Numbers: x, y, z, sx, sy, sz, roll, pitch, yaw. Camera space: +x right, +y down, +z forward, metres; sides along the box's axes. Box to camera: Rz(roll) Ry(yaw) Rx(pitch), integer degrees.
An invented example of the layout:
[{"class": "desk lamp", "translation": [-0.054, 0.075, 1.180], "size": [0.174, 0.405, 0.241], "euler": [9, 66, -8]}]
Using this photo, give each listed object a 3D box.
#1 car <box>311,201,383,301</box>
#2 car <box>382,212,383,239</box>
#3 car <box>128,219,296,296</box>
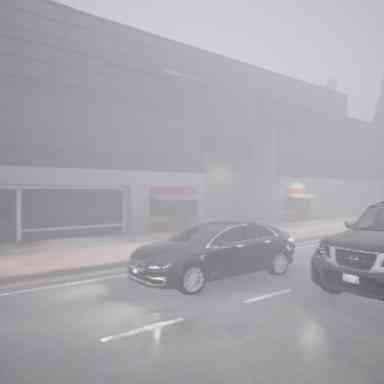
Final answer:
[{"class": "car", "translation": [5.124, 1.221, 7.679], "size": [5.566, 2.045, 2.150], "euler": [0, 0, -36]}, {"class": "car", "translation": [11.613, 1.597, 16.628], "size": [4.718, 1.301, 1.895], "euler": [0, 0, -36]}, {"class": "car", "translation": [0.708, 1.513, 8.813], "size": [4.892, 1.490, 1.837], "euler": [0, 0, -36]}]
